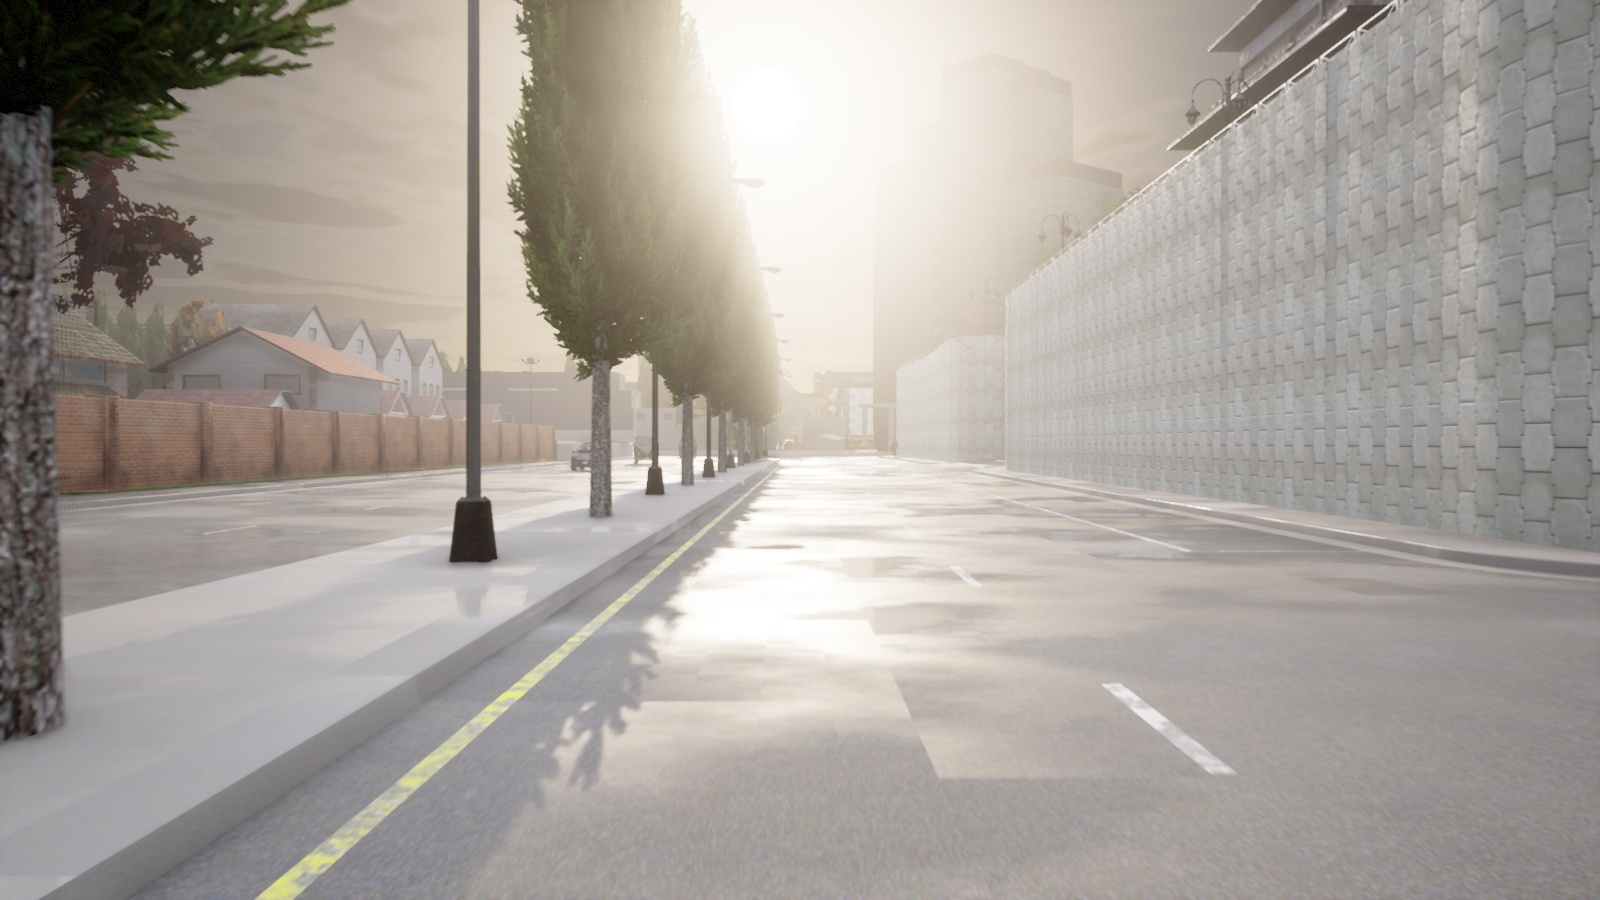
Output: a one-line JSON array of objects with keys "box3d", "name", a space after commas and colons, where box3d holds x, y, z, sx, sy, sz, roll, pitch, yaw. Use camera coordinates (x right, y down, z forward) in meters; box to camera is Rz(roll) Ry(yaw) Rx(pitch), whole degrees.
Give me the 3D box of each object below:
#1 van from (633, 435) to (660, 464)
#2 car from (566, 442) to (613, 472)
[{"box3d": [-10.689, -0.029, 87.411, 1.775, 1.987, 4.442, 0, 0, -8], "name": "van"}, {"box3d": [-11.113, 0.349, 66.593, 1.845, 1.501, 3.633, 0, 0, 0], "name": "car"}]
